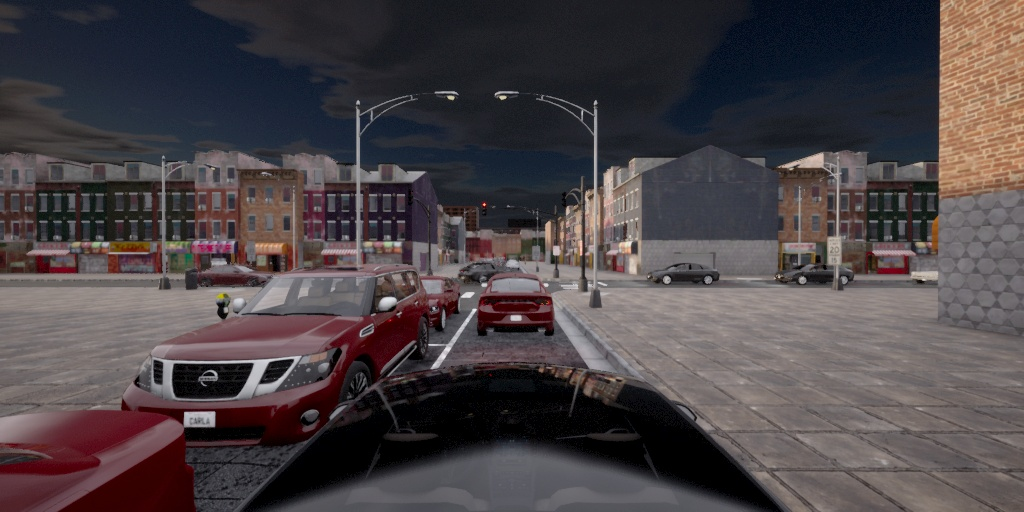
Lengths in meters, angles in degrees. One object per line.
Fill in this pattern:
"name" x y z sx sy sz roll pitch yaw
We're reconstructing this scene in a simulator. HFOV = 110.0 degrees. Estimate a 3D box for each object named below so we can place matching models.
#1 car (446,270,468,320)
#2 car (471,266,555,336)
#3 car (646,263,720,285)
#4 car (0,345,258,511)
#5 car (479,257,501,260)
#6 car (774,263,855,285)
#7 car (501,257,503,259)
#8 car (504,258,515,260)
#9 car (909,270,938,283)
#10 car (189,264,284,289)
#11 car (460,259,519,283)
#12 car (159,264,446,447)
"car" -2.642 1.294 10.982 1.888 1.381 4.507 0 0 0
"car" 0.093 1.227 10.445 1.882 1.535 5.008 0 0 0
"car" 12.218 1.264 25.757 4.892 1.490 1.837 0 0 0
"car" -2.638 1.295 0.115 1.888 1.381 4.507 0 0 0
"car" -2.652 1.072 37.391 2.192 1.841 5.009 0 0 0
"car" 21.609 1.277 25.744 4.892 1.490 1.837 0 0 0
"car" -2.657 1.081 48.245 2.192 1.841 5.009 0 0 0
"car" 0.094 1.298 53.787 1.812 1.442 4.674 0 0 0
"car" 31.770 1.390 25.727 4.718 1.301 1.895 0 0 0
"car" -17.425 1.274 22.847 4.674 1.442 1.812 0 0 0
"car" -1.780 1.258 26.816 1.837 1.490 4.892 3 3 43
"car" -2.640 1.064 5.548 2.192 1.841 5.009 0 0 0
